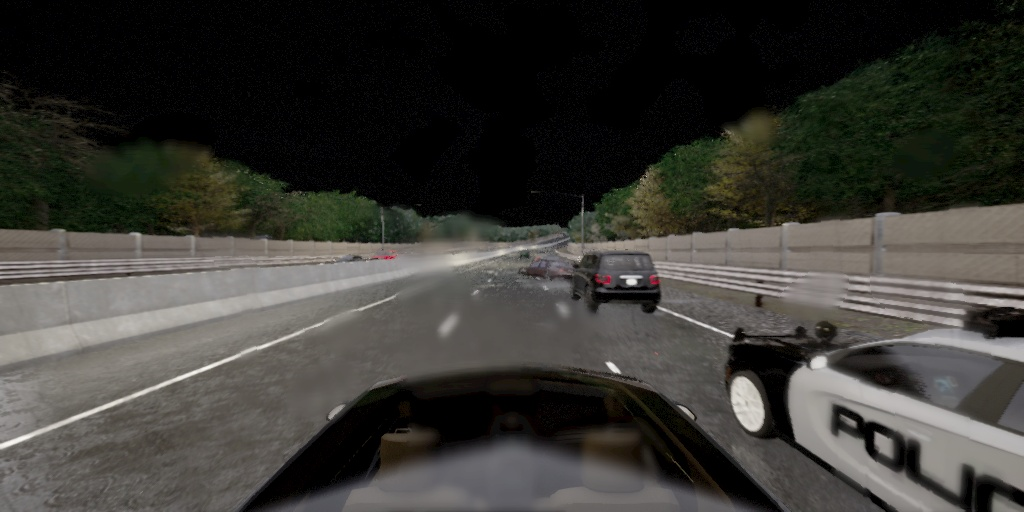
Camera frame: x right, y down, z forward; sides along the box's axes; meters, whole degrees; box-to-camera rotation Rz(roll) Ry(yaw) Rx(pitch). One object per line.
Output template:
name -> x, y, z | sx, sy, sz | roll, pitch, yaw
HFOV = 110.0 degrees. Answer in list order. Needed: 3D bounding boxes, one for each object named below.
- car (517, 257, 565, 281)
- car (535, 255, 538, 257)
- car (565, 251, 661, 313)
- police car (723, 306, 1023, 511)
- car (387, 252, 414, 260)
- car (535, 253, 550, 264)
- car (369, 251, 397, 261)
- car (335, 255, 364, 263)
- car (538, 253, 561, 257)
car -> 2.495, 0.984, 25.856 | 2.033, 1.411, 5.357 | 0, 1, -32
car -> 4.304, 0.726, 45.905 | 2.033, 1.411, 5.357 | 0, 1, 2
car -> 3.548, 0.825, 13.261 | 2.150, 2.045, 5.566 | 0, 1, 1
police car -> 3.496, 1.172, 2.450 | 1.930, 1.638, 5.238 | 0, 1, 0
car -> -13.305, 0.618, 44.429 | 1.882, 1.535, 5.008 | 0, 1, 3
car -> 4.758, 0.358, 56.751 | 2.097, 1.767, 4.553 | 0, 1, 3
car -> -16.698, 0.309, 47.223 | 2.150, 2.045, 5.566 | 0, 1, 3
car -> -20.298, 0.616, 44.920 | 1.837, 1.490, 4.892 | 0, 1, 2
car -> 3.951, 0.674, 34.986 | 2.097, 1.767, 4.553 | 0, 1, 2
